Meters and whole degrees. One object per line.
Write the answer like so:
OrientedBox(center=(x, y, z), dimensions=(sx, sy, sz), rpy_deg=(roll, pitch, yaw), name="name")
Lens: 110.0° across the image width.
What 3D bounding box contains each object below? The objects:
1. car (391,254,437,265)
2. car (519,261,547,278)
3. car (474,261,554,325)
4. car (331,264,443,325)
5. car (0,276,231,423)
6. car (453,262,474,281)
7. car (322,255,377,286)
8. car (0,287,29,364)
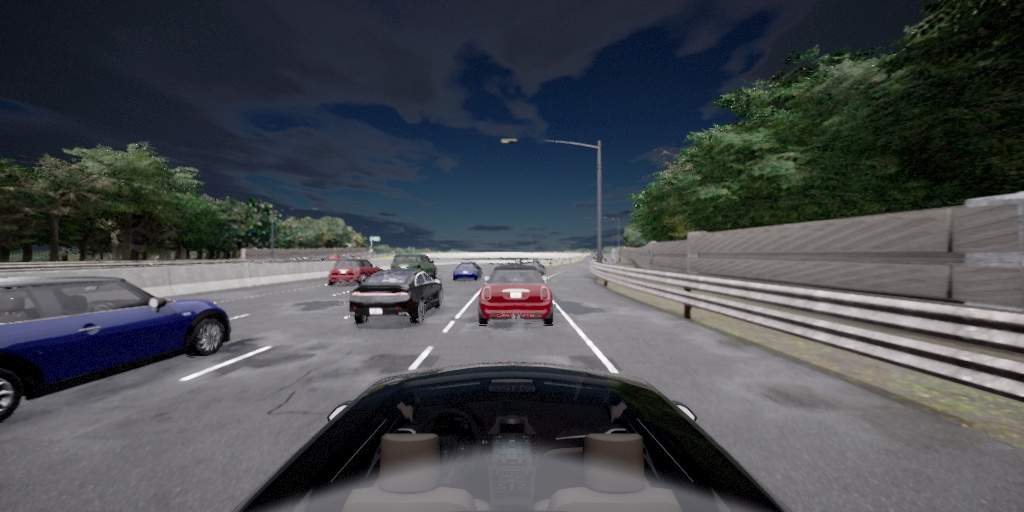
OrientedBox(center=(-6.896, 0.857, 25.511), dimensions=(2.150, 2.045, 5.566), rpy_deg=(0, 0, 0), name="car")
OrientedBox(center=(1.962, 1.165, 32.068), dimensions=(1.994, 1.385, 4.181), rpy_deg=(0, 0, 11), name="car")
OrientedBox(center=(0.120, 1.053, 11.693), dimensions=(2.097, 1.767, 4.553), rpy_deg=(0, 0, 0), name="car")
OrientedBox(center=(-3.498, 1.194, 11.638), dimensions=(2.128, 1.511, 4.902), rpy_deg=(0, 0, 0), name="car")
OrientedBox(center=(-6.900, 1.083, 5.566), dimensions=(2.097, 1.767, 4.553), rpy_deg=(0, 0, 0), name="car")
OrientedBox(center=(-3.495, 1.183, 28.844), dimensions=(1.994, 1.385, 4.181), rpy_deg=(0, 0, 0), name="car")
OrientedBox(center=(-10.396, 0.993, 24.216), dimensions=(2.097, 1.767, 4.553), rpy_deg=(0, 0, 0), name="car")
OrientedBox(center=(-10.400, 1.299, 4.879), dimensions=(1.994, 1.385, 4.181), rpy_deg=(0, 0, 0), name="car")
